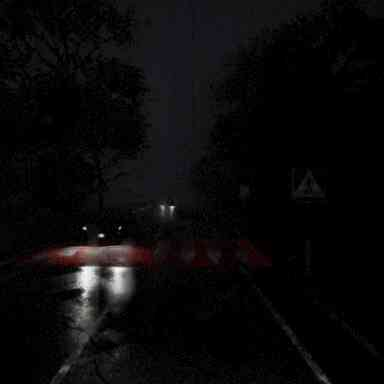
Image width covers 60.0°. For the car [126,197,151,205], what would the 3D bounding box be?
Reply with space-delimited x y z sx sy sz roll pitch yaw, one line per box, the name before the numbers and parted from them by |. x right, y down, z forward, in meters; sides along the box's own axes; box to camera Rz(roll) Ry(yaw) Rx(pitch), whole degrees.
car | -11.357 1.938 70.659 4.892 1.521 2.231 0 -2 -1

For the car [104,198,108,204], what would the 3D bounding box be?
car | -24.603 2.291 84.535 4.553 1.767 2.185 0 -2 -1

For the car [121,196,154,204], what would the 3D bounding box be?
car | -11.126 1.861 67.894 5.366 1.575 1.946 0 -2 -1

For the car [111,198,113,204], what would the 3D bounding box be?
car | -24.709 2.611 90.068 5.008 1.535 2.097 0 -2 -1

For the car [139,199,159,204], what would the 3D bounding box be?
car | -11.639 2.594 90.071 5.008 1.535 2.097 0 -2 -1

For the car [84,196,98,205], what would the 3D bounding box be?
car | -24.501 1.784 73.469 5.566 2.045 2.435 0 -2 -1

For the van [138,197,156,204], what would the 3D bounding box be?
van | -11.710 2.271 87.303 4.442 1.987 1.878 0 -2 -1

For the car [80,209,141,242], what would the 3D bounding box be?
car | -3.546 1.521 15.550 2.033 1.411 5.357 -1 -5 -1

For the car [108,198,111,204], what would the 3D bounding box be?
car | -24.667 2.509 87.174 5.008 1.535 2.097 0 -2 -1

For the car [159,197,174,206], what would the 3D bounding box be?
car | -4.119 1.685 56.852 1.837 1.490 4.892 0 -1 0

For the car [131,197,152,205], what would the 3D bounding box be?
car | -11.463 1.984 76.208 4.553 1.767 2.185 0 -2 -1

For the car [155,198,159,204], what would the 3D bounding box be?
car | -11.444 1.953 78.984 5.566 2.045 2.435 0 -2 -1
